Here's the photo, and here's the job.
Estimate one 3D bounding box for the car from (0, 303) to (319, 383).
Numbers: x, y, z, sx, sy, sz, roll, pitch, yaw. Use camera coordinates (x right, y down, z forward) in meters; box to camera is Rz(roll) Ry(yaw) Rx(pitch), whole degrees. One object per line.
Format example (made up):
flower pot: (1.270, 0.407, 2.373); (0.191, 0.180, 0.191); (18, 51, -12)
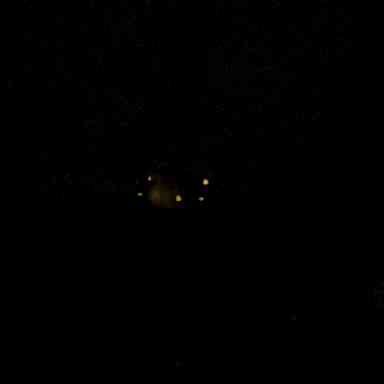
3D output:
car: (-1.400, 1.600, 1.949); (4.718, 1.301, 1.895); (1, 0, -36)
